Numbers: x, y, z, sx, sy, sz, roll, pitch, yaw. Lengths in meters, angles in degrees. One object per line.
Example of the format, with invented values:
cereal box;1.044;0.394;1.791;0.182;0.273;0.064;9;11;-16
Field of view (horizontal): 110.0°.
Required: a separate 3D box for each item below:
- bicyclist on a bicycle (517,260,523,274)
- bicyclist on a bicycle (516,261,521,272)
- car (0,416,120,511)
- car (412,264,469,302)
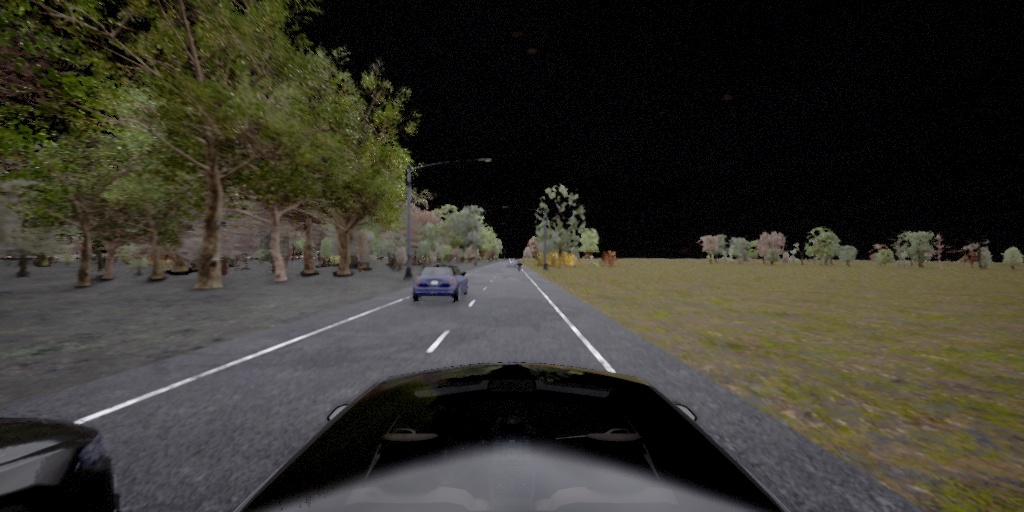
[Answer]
bicyclist on a bicycle;0.944;1.342;42.197;0.659;1.776;1.843;0;0;0
bicyclist on a bicycle;0.940;1.472;50.877;0.582;1.620;1.656;0;-1;0
car;-3.400;1.233;0.210;2.128;1.511;4.902;0;0;0
car;-3.411;1.190;17.903;2.097;1.767;4.553;0;0;0
